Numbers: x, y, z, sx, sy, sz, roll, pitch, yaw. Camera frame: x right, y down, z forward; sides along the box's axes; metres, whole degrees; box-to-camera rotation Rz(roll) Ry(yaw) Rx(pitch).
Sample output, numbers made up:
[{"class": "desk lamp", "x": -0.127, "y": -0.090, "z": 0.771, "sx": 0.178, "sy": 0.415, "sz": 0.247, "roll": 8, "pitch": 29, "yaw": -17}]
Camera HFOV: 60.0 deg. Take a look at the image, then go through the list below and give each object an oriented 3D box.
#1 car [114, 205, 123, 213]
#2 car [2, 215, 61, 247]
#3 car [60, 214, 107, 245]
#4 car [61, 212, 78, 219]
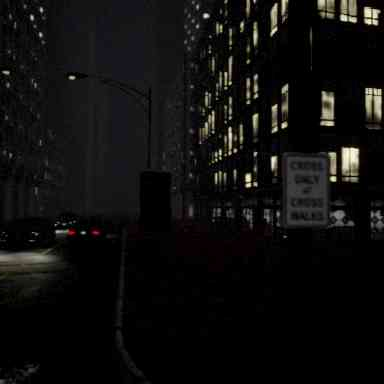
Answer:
[{"class": "car", "x": -19.979, "y": 4.958, "z": 89.454, "sx": 1.837, "sy": 1.490, "sz": 4.892, "roll": 1, "pitch": -2, "yaw": -11}, {"class": "car", "x": -9.188, "y": 2.161, "z": 19.092, "sx": 1.882, "sy": 1.535, "sz": 5.008, "roll": 1, "pitch": -2, "yaw": -11}, {"class": "car", "x": -6.195, "y": 2.298, "z": 19.937, "sx": 2.033, "sy": 1.411, "sz": 5.357, "roll": 1, "pitch": -2, "yaw": -11}, {"class": "car", "x": -11.620, "y": 2.673, "z": 31.438, "sx": 1.837, "sy": 1.490, "sz": 4.892, "roll": 1, "pitch": -2, "yaw": -11}]
